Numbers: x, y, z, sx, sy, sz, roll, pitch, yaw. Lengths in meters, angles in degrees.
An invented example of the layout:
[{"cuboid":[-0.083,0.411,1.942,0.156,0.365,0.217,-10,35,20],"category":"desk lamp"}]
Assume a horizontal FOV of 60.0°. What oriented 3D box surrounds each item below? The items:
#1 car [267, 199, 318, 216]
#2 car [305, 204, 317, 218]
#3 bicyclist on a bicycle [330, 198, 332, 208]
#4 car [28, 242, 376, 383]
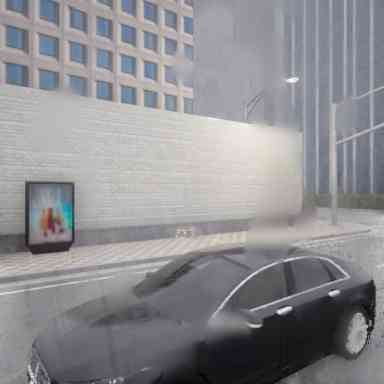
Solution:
[{"cuboid":[10.434,1.547,34.841,2.128,1.511,4.902,0,0,-36],"category":"car"},{"cuboid":[9.053,1.533,30.755,1.882,1.535,5.008,0,0,-36],"category":"car"},{"cuboid":[18.659,1.356,43.935,1.656,1.620,0.582,0,0,-36],"category":"bicyclist on a bicycle"},{"cuboid":[0.556,1.505,4.384,4.892,1.490,1.837,0,0,-35],"category":"car"}]
